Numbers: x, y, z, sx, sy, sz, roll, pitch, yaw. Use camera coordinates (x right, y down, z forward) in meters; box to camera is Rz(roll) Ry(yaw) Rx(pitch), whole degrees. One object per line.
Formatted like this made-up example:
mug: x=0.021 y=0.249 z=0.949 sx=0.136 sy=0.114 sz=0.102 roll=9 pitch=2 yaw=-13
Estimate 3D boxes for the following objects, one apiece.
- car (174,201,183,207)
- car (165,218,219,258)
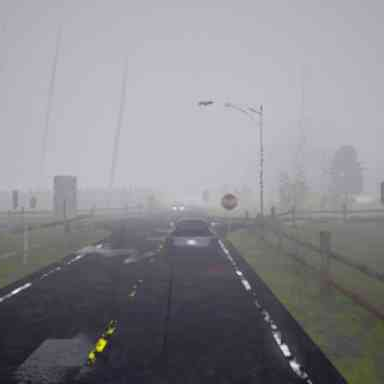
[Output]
car: x=-2.763 y=2.402 z=67.980 sx=1.895 sy=1.301 sz=4.718 roll=0 pitch=-1 yaw=0
car: x=0.020 y=1.709 z=13.340 sx=1.994 sy=1.385 sz=4.181 roll=0 pitch=-1 yaw=1
